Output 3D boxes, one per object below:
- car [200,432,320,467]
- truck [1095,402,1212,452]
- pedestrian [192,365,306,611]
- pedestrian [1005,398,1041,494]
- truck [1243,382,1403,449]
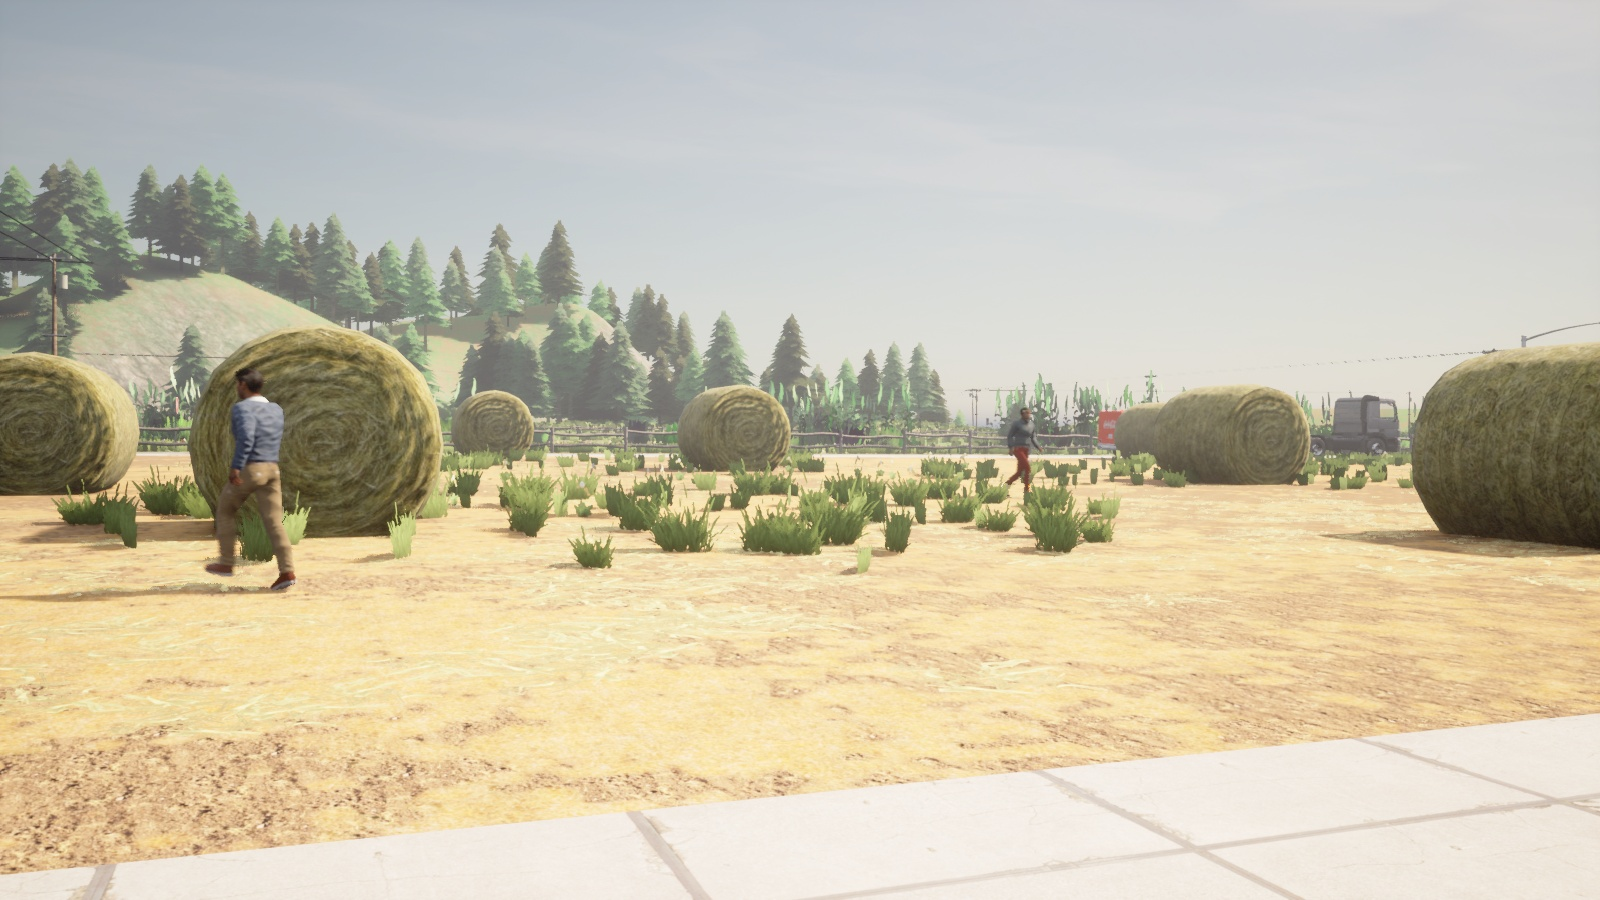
[{"bbox_3d":[-23.768,-0.026,55.474,4.674,1.442,1.812,-1,1,-17],"label":"car"},{"bbox_3d":[18.162,-1.188,64.598,5.204,2.467,2.627,-1,1,-17],"label":"truck"},{"bbox_3d":[-4.525,0.296,10.320,0.788,1.949,0.423,0,1,27],"label":"pedestrian"},{"bbox_3d":[4.358,-0.087,24.574,0.353,1.847,0.614,-2,1,-37],"label":"pedestrian"},{"bbox_3d":[28.182,-1.856,67.654,7.936,3.462,2.891,-1,1,-17],"label":"truck"}]
